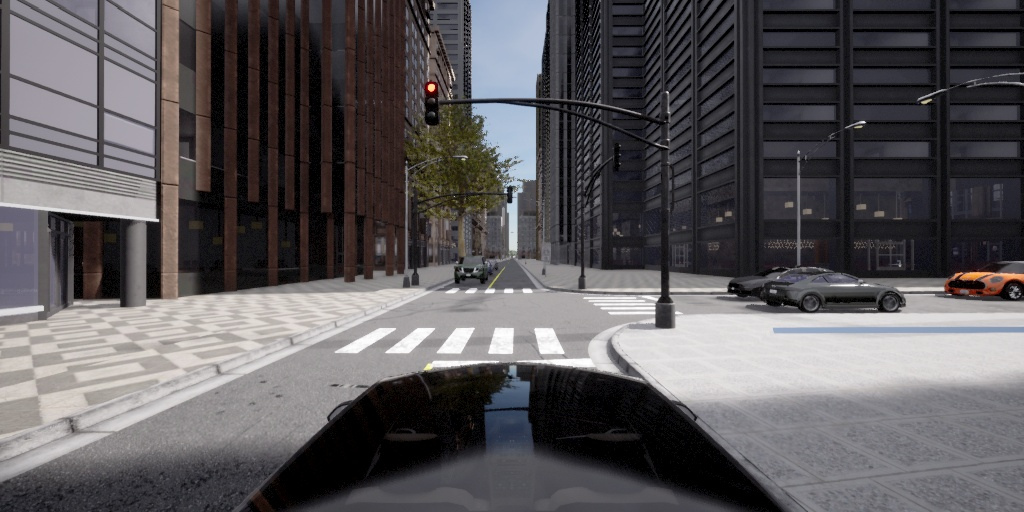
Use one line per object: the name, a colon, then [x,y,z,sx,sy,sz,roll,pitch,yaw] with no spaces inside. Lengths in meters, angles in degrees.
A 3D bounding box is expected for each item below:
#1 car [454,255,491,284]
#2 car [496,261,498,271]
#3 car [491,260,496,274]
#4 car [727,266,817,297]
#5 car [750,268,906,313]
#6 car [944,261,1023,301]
car: [-3.027,0.975,27.647,2.150,2.045,5.566,0,0,0]
car: [-2.942,1.276,51.317,2.128,1.511,4.902,0,0,0]
car: [-2.998,1.286,37.668,1.812,1.442,4.674,0,0,0]
car: [12.412,1.207,16.205,4.892,1.490,1.837,0,0,0]
car: [11.556,1.257,13.104,4.181,1.385,1.994,0,0,0]
car: [22.696,1.017,16.200,4.553,1.767,2.097,0,0,0]
